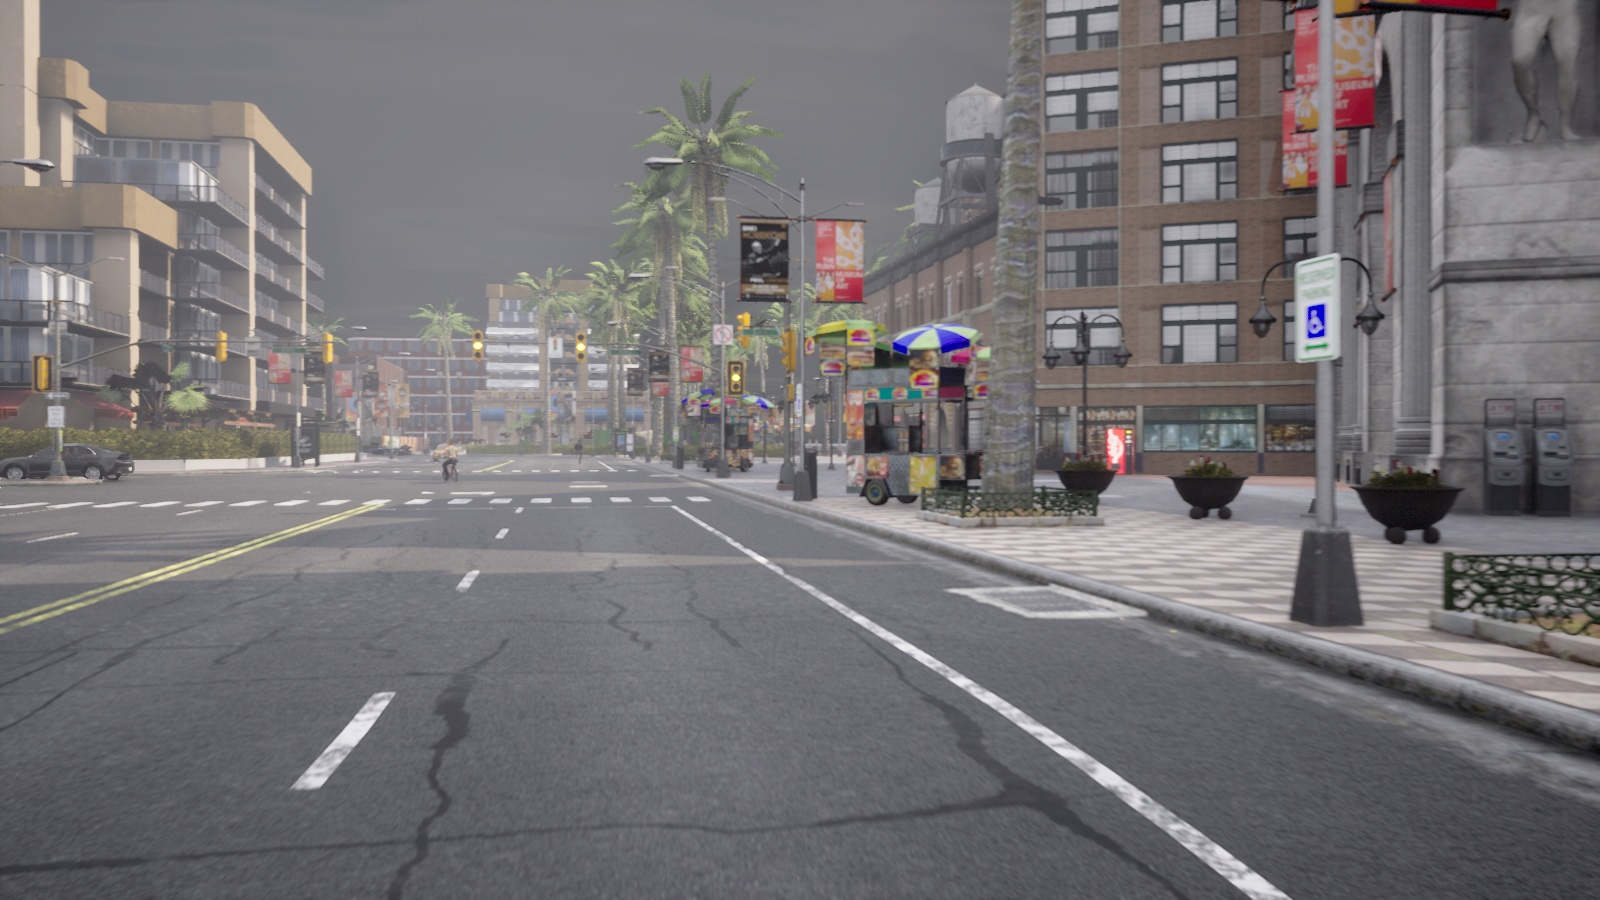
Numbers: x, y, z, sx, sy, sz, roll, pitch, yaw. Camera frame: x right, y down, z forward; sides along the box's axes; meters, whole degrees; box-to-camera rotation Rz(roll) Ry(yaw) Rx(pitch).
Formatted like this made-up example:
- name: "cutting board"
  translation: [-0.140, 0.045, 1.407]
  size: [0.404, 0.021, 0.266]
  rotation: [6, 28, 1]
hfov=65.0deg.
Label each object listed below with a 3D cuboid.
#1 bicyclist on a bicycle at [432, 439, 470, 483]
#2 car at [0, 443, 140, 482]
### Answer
- name: "bicyclist on a bicycle"
  translation: [-13.293, 0.412, 47.800]
  size: [0.866, 1.612, 1.509]
  rotation: [-2, 1, -36]
- name: "car"
  translation: [-29.042, 0.469, 49.630]
  size: [4.892, 1.490, 1.837]
  rotation: [0, 0, -6]
